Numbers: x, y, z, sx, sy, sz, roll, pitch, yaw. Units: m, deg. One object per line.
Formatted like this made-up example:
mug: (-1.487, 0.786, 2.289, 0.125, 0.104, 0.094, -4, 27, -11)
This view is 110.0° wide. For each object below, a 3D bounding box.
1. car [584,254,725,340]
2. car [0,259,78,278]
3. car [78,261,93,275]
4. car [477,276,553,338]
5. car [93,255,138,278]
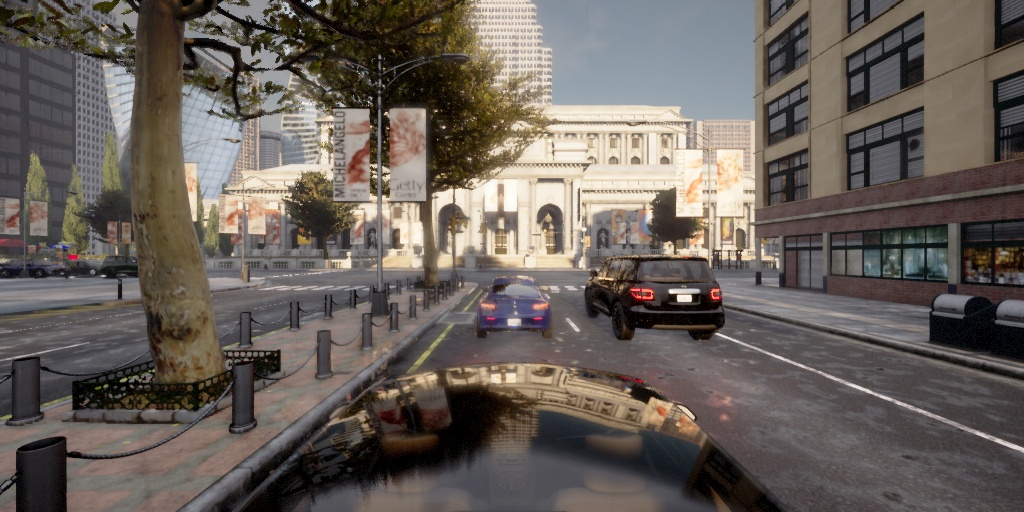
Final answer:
car: (3.579, 0.971, 10.121, 2.150, 2.045, 5.566, 0, 0, 0)
car: (-45.080, 1.102, 34.091, 4.553, 1.767, 2.097, 0, 0, -2)
car: (-44.450, 1.255, 37.615, 4.892, 1.490, 1.837, 0, 0, -1)
car: (0.072, 1.276, 10.110, 1.812, 1.442, 4.674, 0, 0, 0)
car: (-35.669, 0.971, 34.171, 5.566, 2.045, 2.150, 0, 0, 0)
